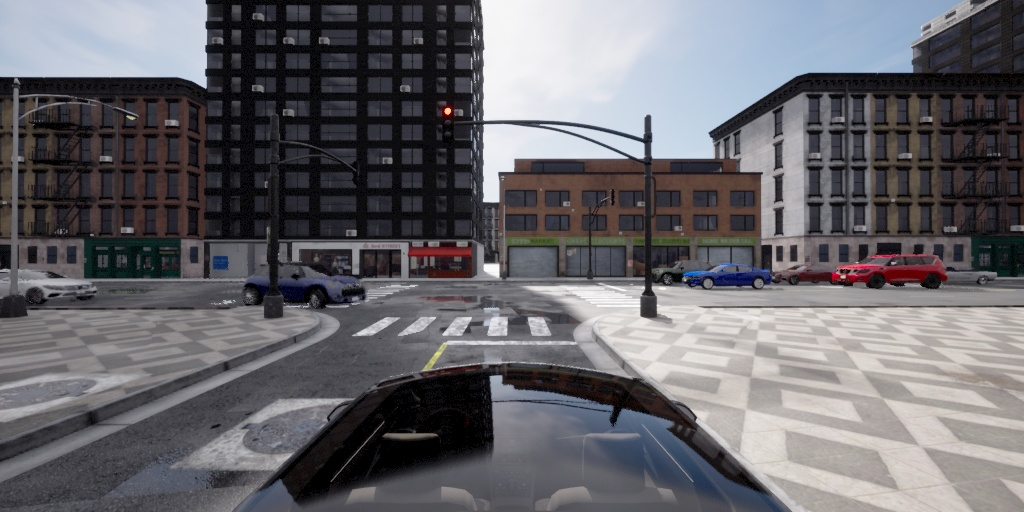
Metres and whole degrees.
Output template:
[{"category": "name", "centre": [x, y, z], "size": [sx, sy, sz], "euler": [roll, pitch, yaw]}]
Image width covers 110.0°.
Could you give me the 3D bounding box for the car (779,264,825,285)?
[{"category": "car", "centre": [20.794, 1.272, 25.312], "size": [4.674, 1.442, 1.812], "euler": [0, 0, 0]}]

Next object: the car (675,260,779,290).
[{"category": "car", "centre": [13.105, 1.213, 22.043], "size": [5.008, 1.535, 1.882], "euler": [0, 0, -2]}]

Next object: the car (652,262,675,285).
[{"category": "car", "centre": [11.967, 1.116, 25.301], "size": [4.553, 1.767, 2.097], "euler": [0, 0, 0]}]

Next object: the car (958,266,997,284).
[{"category": "car", "centre": [30.783, 1.326, 25.347], "size": [4.718, 1.301, 1.895], "euler": [0, 0, 0]}]

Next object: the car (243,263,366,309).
[{"category": "car", "centre": [-8.181, 1.066, 14.300], "size": [4.553, 1.767, 2.097], "euler": [0, 0, 14]}]

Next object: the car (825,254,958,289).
[{"category": "car", "centre": [23.163, 0.936, 22.084], "size": [5.566, 2.045, 2.150], "euler": [0, 0, 0]}]

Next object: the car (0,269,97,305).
[{"category": "car", "centre": [-20.677, 1.272, 15.248], "size": [4.674, 1.442, 1.812], "euler": [0, 0, 0]}]
